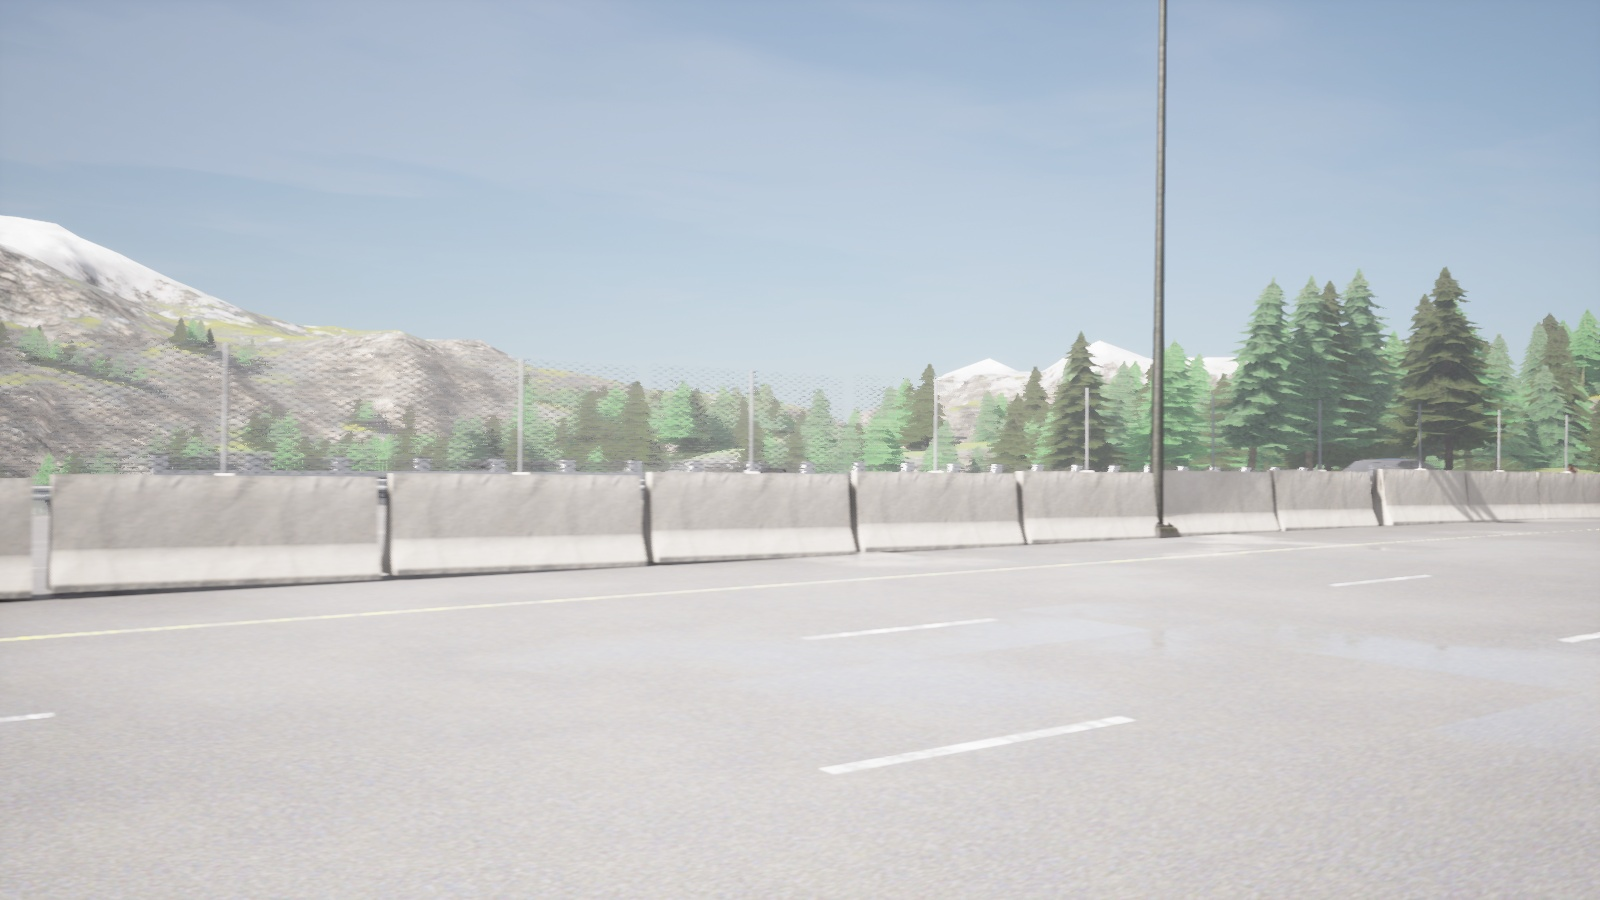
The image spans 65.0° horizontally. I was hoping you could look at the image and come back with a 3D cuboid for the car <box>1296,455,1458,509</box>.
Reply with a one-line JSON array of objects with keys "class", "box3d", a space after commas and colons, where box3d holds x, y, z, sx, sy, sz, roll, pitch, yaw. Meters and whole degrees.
[{"class": "car", "box3d": [16.932, 0.898, 36.765, 4.792, 1.488, 2.163, 1, -1, -35]}]
